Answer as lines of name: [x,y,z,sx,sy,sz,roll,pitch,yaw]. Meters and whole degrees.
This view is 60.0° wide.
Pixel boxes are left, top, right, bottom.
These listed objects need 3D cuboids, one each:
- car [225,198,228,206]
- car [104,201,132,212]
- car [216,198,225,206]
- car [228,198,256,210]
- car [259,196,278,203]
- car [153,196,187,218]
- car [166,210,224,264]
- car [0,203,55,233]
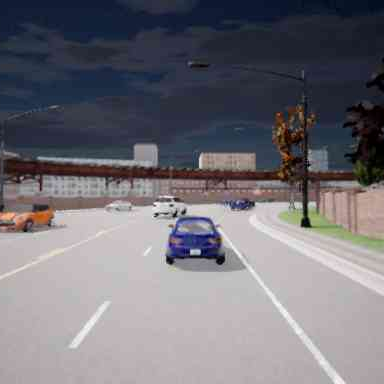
car: [7.876,1.718,53.281,1.882,1.535,5.008,-2,-1,38]
car: [-9.622,1.858,43.890,1.812,1.442,4.674,-1,-1,22]
car: [6.439,1.893,62.398,1.812,1.442,4.674,-2,-1,45]
car: [7.179,1.542,45.981,2.097,1.767,4.553,-1,0,31]
car: [17.267,1.670,75.167,4.892,1.490,1.837,0,-1,-33]
car: [-2.105,1.423,32.973,2.150,2.045,5.566,-1,0,13]
car: [0.099,1.609,12.057,1.812,1.442,4.674,0,0,0]
car: [-10.461,1.498,20.880,2.097,1.767,4.553,0,0,2]
